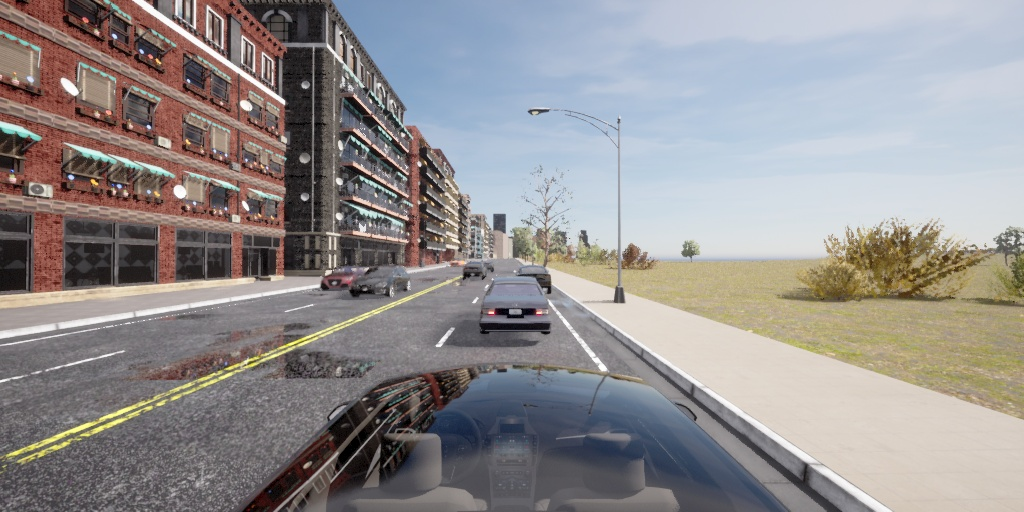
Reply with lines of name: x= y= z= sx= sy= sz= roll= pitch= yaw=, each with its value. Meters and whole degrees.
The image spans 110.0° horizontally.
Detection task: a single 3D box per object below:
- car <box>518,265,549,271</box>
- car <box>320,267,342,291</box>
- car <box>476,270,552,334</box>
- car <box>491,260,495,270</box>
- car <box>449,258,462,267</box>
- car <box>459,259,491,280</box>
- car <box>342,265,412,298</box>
car: x=1.120 y=1.230 z=20.316 sx=1.882 sy=1.535 sz=5.008 roll=0 pitch=0 yaw=0
car: x=-9.869 y=1.316 z=21.929 sx=1.994 sy=1.385 sz=4.181 roll=0 pitch=0 yaw=0
car: x=0.094 y=1.299 z=10.553 sx=2.033 sy=1.411 sz=5.357 roll=0 pitch=0 yaw=0
car: x=-3.187 y=1.242 z=45.167 sx=2.128 sy=1.511 sz=4.902 roll=0 pitch=0 yaw=0
car: x=-9.861 y=1.102 z=64.250 sx=2.097 sy=1.767 sz=4.553 roll=0 pitch=0 yaw=0
car: x=-3.180 y=1.257 z=31.603 sx=1.837 sy=1.490 sz=4.892 roll=0 pitch=0 yaw=0
car: x=-6.617 y=1.257 z=18.551 sx=1.837 sy=1.490 sz=4.892 roll=0 pitch=0 yaw=0
